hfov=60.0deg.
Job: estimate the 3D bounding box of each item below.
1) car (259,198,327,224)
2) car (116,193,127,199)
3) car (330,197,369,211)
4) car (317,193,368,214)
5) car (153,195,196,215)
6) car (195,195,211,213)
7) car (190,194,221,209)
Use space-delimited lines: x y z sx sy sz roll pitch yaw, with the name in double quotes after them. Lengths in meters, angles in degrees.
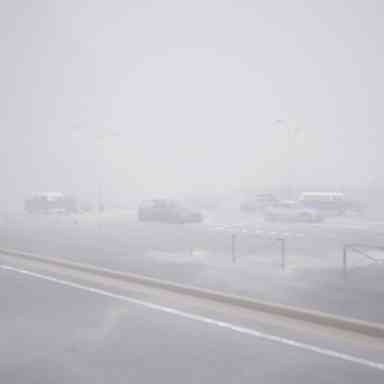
6.987 1.399 23.092 3.806 1.475 1.970 0 0 36 "car"
-20.182 1.304 92.961 1.851 1.617 3.988 0 0 36 "car"
18.512 1.369 39.185 3.905 1.438 1.784 0 0 36 "car"
16.771 1.158 36.870 4.605 1.855 1.932 0 0 36 "car"
-1.915 1.402 36.586 3.806 1.475 1.970 0 0 36 "car"
-0.225 1.371 38.937 3.905 1.438 1.784 0 0 36 "car"
1.299 1.160 41.146 4.605 1.855 1.932 0 0 36 "car"
